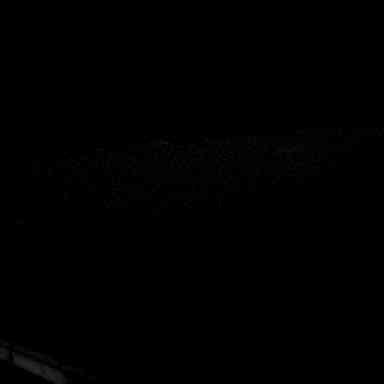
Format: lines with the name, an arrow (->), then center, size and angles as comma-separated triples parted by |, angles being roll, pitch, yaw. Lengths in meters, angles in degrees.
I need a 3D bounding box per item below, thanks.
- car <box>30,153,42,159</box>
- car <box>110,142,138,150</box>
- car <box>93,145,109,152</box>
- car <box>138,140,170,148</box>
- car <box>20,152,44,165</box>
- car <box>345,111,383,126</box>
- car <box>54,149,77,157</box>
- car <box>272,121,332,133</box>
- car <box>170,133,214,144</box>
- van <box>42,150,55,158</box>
car -> -26.788, -5.956, 59.738 | 2.002, 1.452, 4.674 | 0, 1, -45
car -> -7.368, -5.291, 40.168 | 2.185, 1.767, 4.553 | 0, 2, -45
car -> -11.255, -5.466, 44.085 | 2.185, 1.767, 4.553 | 0, 2, -45
car -> -3.377, -4.941, 36.144 | 2.002, 1.452, 4.674 | 0, 2, -45
car -> -30.646, -6.397, 63.627 | 2.435, 2.045, 5.566 | 0, 1, -45
car -> 12.086, -4.252, 20.574 | 2.231, 1.521, 4.892 | 0, 2, -45
car -> -19.015, -5.677, 51.903 | 2.231, 1.521, 4.892 | 0, 1, -45
car -> 8.194, -4.445, 24.484 | 2.231, 1.521, 4.892 | 0, 2, -45
car -> 0.495, -4.929, 32.244 | 2.185, 1.767, 4.553 | 0, 2, -45
van -> -22.809, -6.062, 55.730 | 1.878, 1.987, 4.442 | 0, 1, -45
